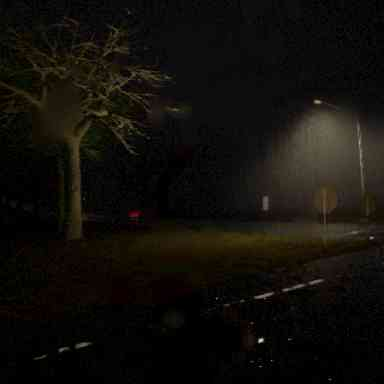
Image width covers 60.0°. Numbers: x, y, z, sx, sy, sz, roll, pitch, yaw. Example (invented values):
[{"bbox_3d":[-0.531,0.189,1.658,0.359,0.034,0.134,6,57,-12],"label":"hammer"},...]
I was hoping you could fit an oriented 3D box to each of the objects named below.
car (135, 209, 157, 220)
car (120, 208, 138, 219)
[{"bbox_3d":[-7.777,4.150,58.120,1.994,1.385,4.181,-2,-2,-33],"label":"car"},{"bbox_3d":[-12.079,4.113,64.329,2.150,2.045,5.566,-2,-1,-34],"label":"car"}]
